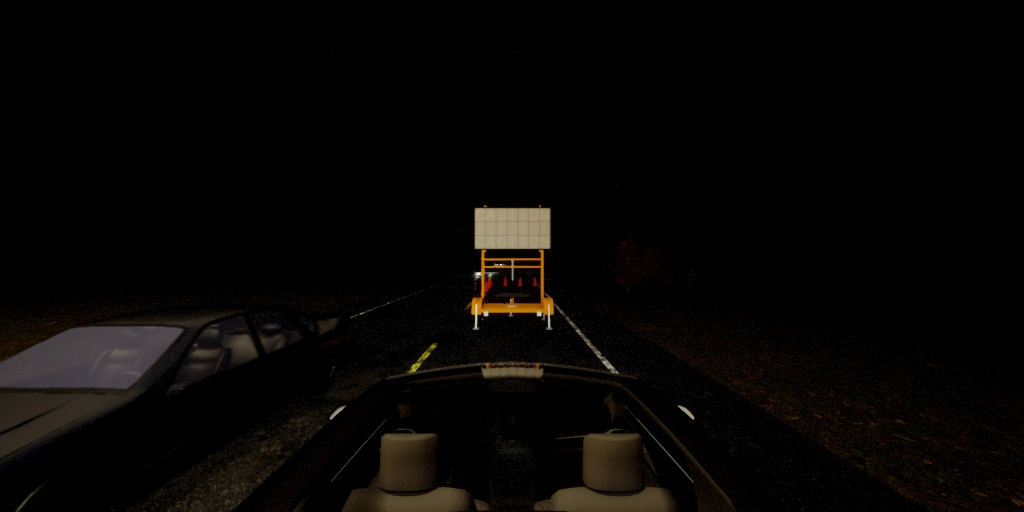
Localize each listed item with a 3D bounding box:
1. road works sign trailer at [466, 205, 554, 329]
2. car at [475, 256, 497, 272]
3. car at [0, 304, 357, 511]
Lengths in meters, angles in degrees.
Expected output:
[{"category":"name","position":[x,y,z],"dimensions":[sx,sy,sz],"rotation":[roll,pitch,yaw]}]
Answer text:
[{"category":"road works sign trailer","position":[0.019,0.215,11.173],"dimensions":[2.380,3.560,2.880],"rotation":[0,0,0]},{"category":"car","position":[-3.507,0.995,46.462],"dimensions":[2.150,2.045,5.566],"rotation":[0,0,0]},{"category":"car","position":[-3.598,1.297,3.881],"dimensions":[2.033,1.411,5.357],"rotation":[0,0,0]}]
